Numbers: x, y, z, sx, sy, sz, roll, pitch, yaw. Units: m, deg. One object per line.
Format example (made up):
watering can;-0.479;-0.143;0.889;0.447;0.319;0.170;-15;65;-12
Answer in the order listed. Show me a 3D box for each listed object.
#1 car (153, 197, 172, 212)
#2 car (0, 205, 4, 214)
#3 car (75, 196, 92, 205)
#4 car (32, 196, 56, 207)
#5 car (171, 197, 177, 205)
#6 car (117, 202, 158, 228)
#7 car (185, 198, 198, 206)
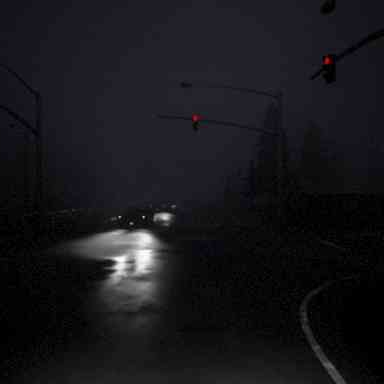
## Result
car;-3.648;1.570;37.802;1.895;1.301;4.718;0;0;0
car;-17.742;1.318;27.752;2.007;1.523;4.514;0;0;0
car;-17.532;1.331;53.785;1.845;1.501;3.633;0;0;0
car;-20.575;1.348;46.390;1.970;1.475;3.806;0;0;0
car;-3.583;1.501;56.918;2.033;1.411;5.357;0;0;0
car;-3.631;1.583;22.201;1.895;1.301;4.718;0;0;0
car;-0.074;1.559;51.988;1.895;1.301;4.718;0;0;0
